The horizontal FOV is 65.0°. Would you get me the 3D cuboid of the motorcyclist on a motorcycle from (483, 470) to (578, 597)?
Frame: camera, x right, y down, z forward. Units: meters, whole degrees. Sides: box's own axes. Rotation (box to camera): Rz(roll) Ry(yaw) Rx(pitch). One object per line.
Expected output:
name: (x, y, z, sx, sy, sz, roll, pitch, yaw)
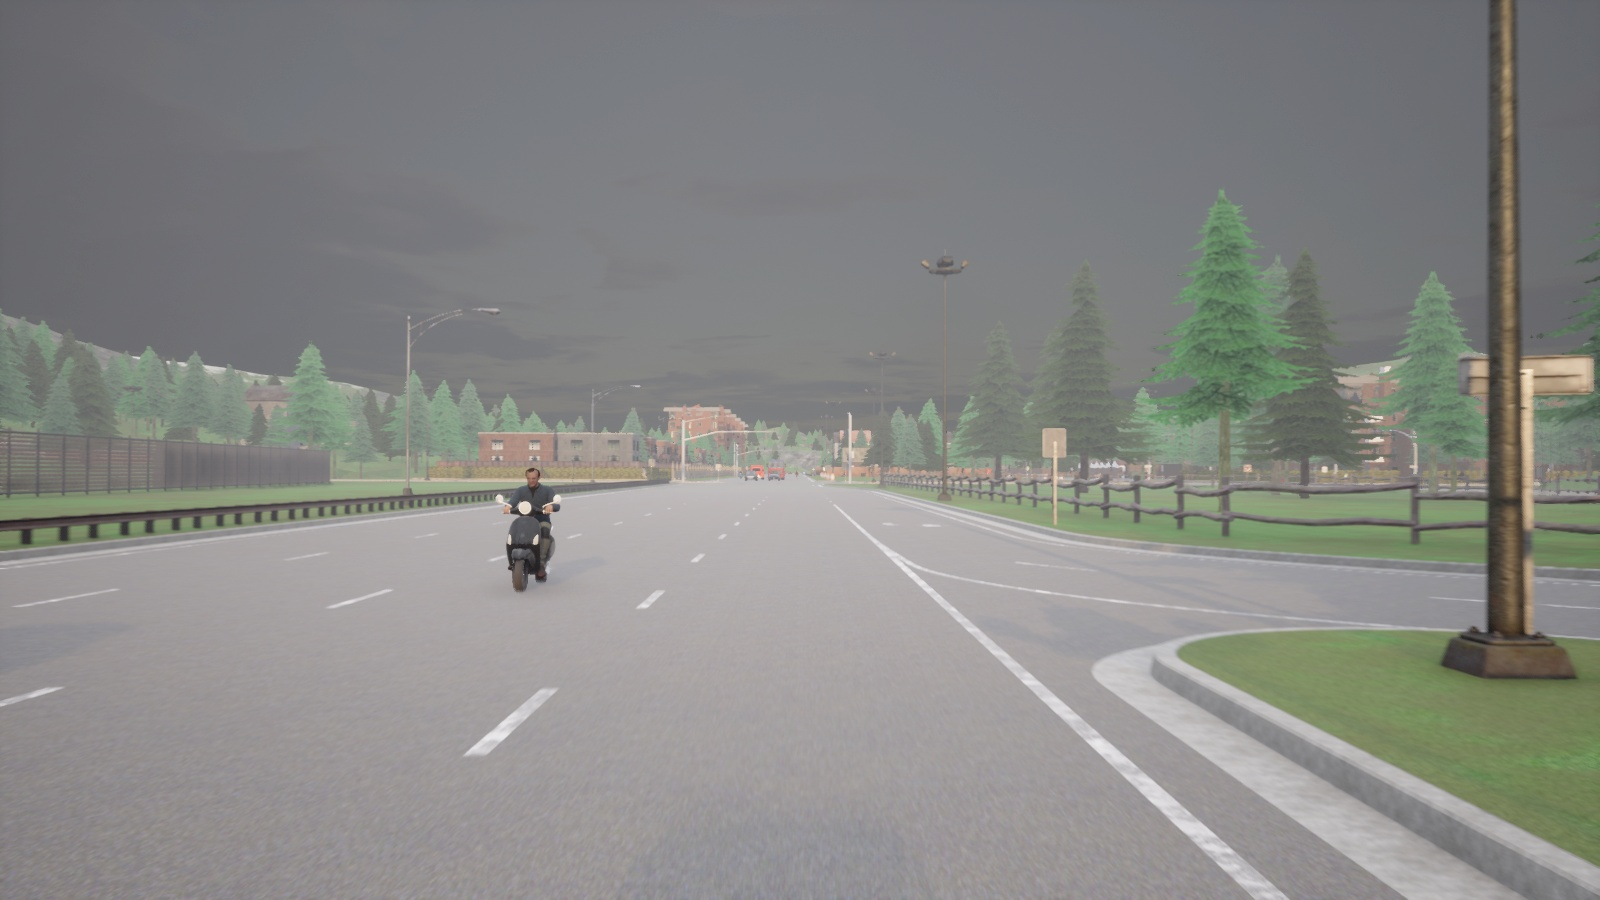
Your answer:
motorcyclist on a motorcycle: (-3.541, 1.060, 16.657, 0.866, 1.590, 1.817, 0, -1, 0)
